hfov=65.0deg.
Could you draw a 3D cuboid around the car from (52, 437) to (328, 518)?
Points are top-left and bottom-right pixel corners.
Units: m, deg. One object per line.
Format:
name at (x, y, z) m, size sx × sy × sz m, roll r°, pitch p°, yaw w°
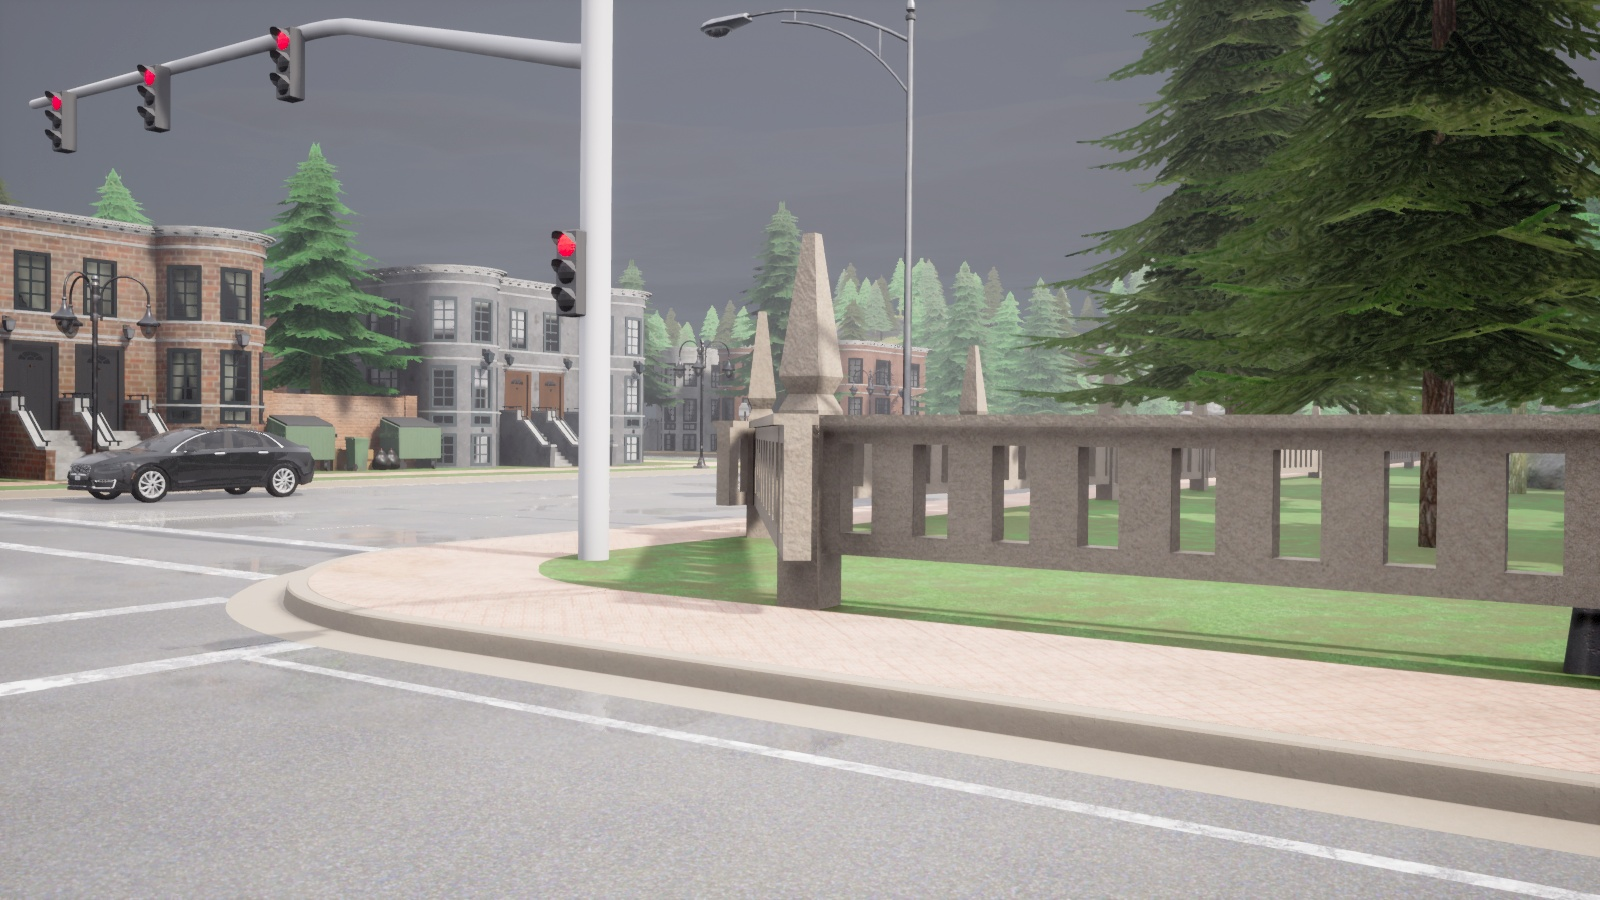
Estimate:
car at (-12.508, 0.493, 26.110) m, size 1.837 × 1.490 × 4.892 m, roll 0°, pitch 1°, yaw 34°
